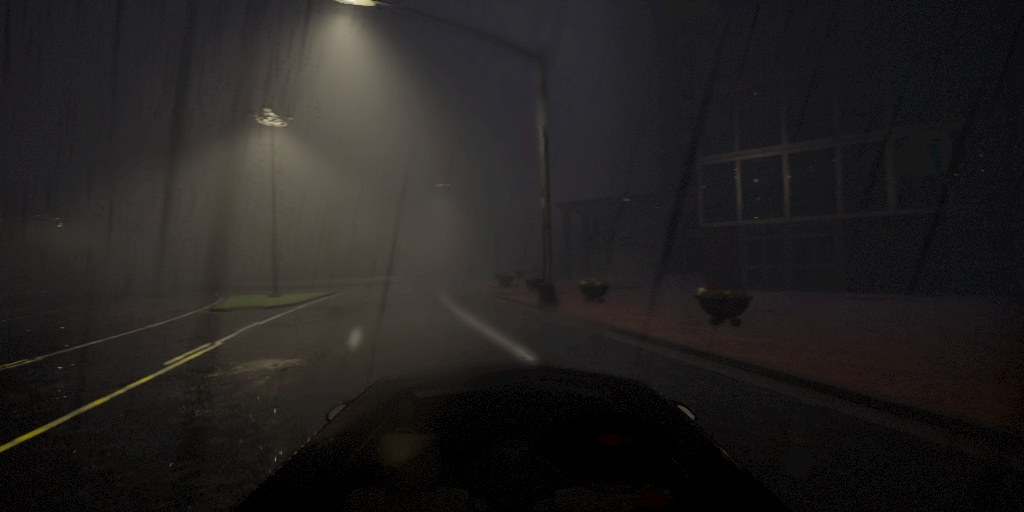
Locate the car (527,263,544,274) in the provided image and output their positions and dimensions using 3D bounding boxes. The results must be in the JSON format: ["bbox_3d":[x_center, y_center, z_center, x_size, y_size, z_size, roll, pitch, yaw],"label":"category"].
[{"bbox_3d":[4.131,1.832,52.928,2.128,1.511,4.902,-2,-1,35],"label":"car"}]
